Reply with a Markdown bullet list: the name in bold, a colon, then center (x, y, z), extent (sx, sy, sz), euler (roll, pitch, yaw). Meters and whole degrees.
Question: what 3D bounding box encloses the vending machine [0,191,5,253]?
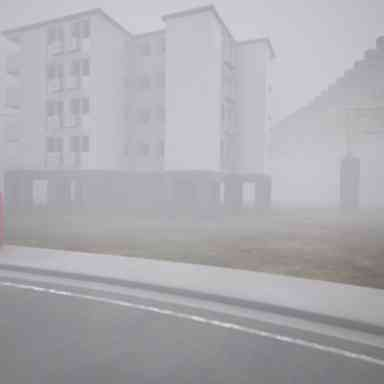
- **vending machine**: center (-6.986, 0.999, 10.976), extent (0.880, 2.100, 1.100), euler (1, 1, 21)
